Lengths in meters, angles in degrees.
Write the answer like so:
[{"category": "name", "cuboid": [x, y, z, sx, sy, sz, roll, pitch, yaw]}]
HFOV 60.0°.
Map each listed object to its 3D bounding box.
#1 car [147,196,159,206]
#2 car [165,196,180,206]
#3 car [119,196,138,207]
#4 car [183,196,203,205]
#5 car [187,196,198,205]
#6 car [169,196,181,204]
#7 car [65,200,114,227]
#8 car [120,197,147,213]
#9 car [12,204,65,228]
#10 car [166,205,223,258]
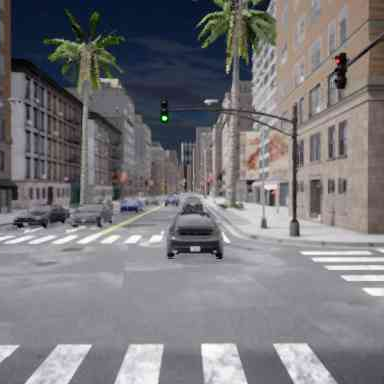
[{"category": "car", "cuboid": [-6.544, 1.505, 54.232, 1.837, 1.490, 4.892, 0, 0, 1]}, {"category": "car", "cuboid": [-3.253, 1.351, 53.766, 2.097, 1.767, 4.553, 0, 0, 0]}, {"category": "car", "cuboid": [-9.810, 1.476, 51.729, 1.882, 1.535, 5.008, 0, 0, 0]}, {"category": "car", "cuboid": [0.097, 1.348, 36.034, 2.097, 1.767, 4.553, 0, 0, 0]}, {"category": "car", "cuboid": [0.059, 1.508, 59.892, 1.837, 1.490, 4.892, 0, 1, 0]}, {"category": "car", "cuboid": [-3.253, 1.493, 63.802, 2.128, 1.511, 4.902, 0, 0, 0]}, {"category": "car", "cuboid": [-6.577, 1.500, 22.482, 1.837, 1.490, 4.892, 0, 0, -1]}, {"category": "car", "cuboid": [-6.591, 1.474, 36.697, 1.882, 1.535, 5.008, 0, 0, 0]}, {"category": "car", "cuboid": [-9.864, 1.543, 22.398, 2.033, 1.411, 5.357, 0, 0, 0]}, {"category": "car", "cuboid": [0.098, 1.471, 12.542, 1.837, 1.490, 4.892, 0, 0, 0]}]
